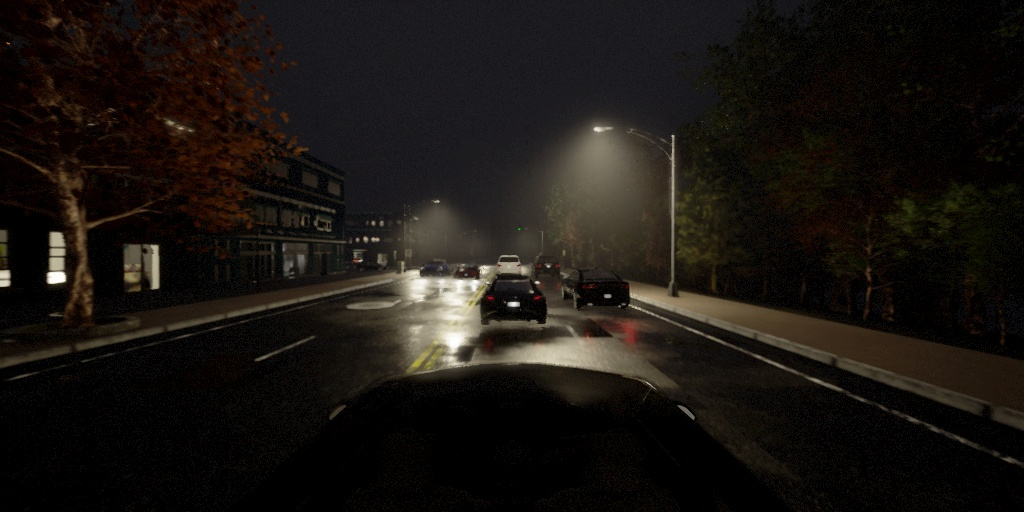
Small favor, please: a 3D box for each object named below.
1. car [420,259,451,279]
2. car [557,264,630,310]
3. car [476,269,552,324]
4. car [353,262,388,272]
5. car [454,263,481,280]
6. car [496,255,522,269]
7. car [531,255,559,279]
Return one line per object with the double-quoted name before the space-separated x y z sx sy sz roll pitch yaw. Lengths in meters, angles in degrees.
"car" -6.973 1.099 32.871 2.097 1.767 4.553 0 0 -1
"car" 3.242 1.225 14.726 1.882 1.535 5.008 0 0 -1
"car" 0.026 1.312 11.977 1.994 1.385 4.181 0 0 -1
"car" -20.665 1.566 53.238 4.313 1.339 1.948 0 0 -1
"car" -3.695 1.312 30.667 1.994 1.385 4.181 0 0 -1
"car" -0.277 0.968 32.219 2.150 2.045 5.566 0 0 -1
"car" 2.973 0.968 32.236 2.150 2.045 5.566 0 0 -1
